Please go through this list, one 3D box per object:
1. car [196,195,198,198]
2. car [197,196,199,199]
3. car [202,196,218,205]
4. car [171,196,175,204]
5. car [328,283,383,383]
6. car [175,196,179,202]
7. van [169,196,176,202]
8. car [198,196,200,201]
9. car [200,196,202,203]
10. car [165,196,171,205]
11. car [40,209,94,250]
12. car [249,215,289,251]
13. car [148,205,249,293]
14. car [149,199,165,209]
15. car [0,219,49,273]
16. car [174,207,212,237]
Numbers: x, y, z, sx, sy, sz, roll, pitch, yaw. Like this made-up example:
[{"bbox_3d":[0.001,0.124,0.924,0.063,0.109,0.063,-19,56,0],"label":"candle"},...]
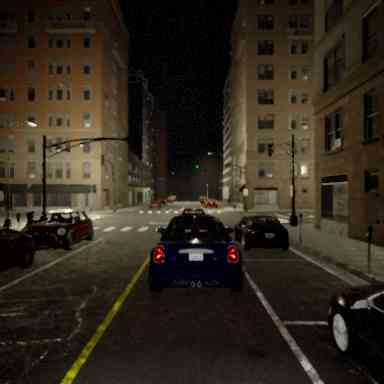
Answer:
[{"bbox_3d":[3.015,1.890,89.242,2.192,1.841,5.009,0,-1,0],"label":"car"},{"bbox_3d":[3.003,1.967,83.832,1.967,1.590,4.097,0,-1,0],"label":"car"},{"bbox_3d":[2.923,1.726,51.379,1.967,1.590,4.097,0,0,0],"label":"car"},{"bbox_3d":[-5.536,2.005,78.269,1.752,1.417,4.829,0,0,0],"label":"car"},{"bbox_3d":[2.857,1.568,3.287,2.008,1.369,4.403,0,0,0],"label":"car"},{"bbox_3d":[-5.509,1.889,89.258,2.192,1.841,5.009,0,-1,0],"label":"car"},{"bbox_3d":[-5.496,1.965,94.666,1.690,1.788,3.998,0,-1,0],"label":"van"},{"bbox_3d":[2.976,1.878,73.014,1.967,1.590,4.097,0,0,0],"label":"car"},{"bbox_3d":[2.950,1.909,62.196,2.008,1.369,4.403,0,0,0],"label":"car"},{"bbox_3d":[-5.575,1.908,62.214,2.008,1.369,4.403,0,0,0],"label":"car"},{"bbox_3d":[-5.661,1.510,14.296,1.967,1.590,4.097,0,0,0],"label":"car"},{"bbox_3d":[2.864,1.637,14.289,1.947,1.339,4.313,0,0,0],"label":"car"},{"bbox_3d":[0.093,1.398,9.142,2.097,1.767,4.553,0,0,0],"label":"car"},{"bbox_3d":[-5.602,1.867,51.397,1.802,1.307,4.206,0,0,0],"label":"car"},{"bbox_3d":[-5.665,1.625,8.794,1.802,1.307,4.206,0,0,0],"label":"car"},{"bbox_3d":[0.090,1.660,19.572,1.994,1.385,4.181,0,0,1],"label":"car"}]
